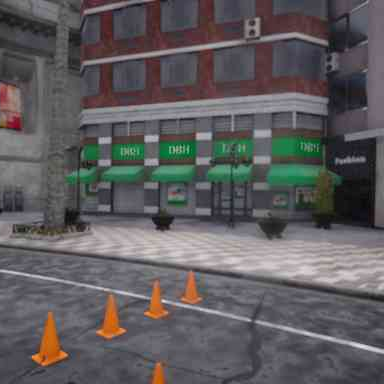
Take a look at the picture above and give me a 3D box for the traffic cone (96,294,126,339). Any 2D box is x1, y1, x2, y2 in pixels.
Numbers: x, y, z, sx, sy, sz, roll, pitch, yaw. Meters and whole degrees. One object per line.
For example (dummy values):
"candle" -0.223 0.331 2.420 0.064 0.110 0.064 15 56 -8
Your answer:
"traffic cone" -1.262 1.897 5.191 0.340 0.580 0.340 1 1 39

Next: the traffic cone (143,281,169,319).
"traffic cone" -0.639 1.897 5.973 0.340 0.580 0.340 1 1 39

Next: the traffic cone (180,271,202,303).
"traffic cone" -0.016 1.897 6.755 0.340 0.580 0.340 1 1 39

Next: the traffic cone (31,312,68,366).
"traffic cone" -1.885 1.897 4.409 0.340 0.580 0.340 1 1 39

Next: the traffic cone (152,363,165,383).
"traffic cone" -0.321 1.925 3.163 0.340 0.580 0.340 1 1 39
